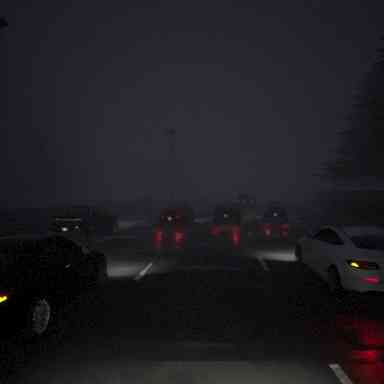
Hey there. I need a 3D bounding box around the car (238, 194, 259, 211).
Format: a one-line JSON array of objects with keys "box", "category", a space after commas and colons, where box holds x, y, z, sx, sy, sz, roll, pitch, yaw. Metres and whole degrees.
[{"box": [6.922, 1.250, 40.923, 2.150, 2.045, 5.566, 0, 0, 18], "category": "car"}]

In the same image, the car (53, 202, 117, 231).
[{"box": [-5.544, 1.504, 17.753, 2.128, 1.511, 4.902, 0, 0, 7], "category": "car"}]

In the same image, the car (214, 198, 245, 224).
[{"box": [2.814, 1.497, 25.305, 1.882, 1.535, 5.008, 0, 0, 11], "category": "car"}]

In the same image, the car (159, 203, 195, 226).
[{"box": [-1.036, 1.543, 23.846, 1.812, 1.442, 4.674, 0, 0, 10], "category": "car"}]

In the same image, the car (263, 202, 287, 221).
[{"box": [6.869, 1.547, 27.578, 1.812, 1.442, 4.674, 0, 0, 13], "category": "car"}]

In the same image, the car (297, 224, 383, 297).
[{"box": [4.016, 1.532, 8.386, 1.812, 1.442, 4.674, 0, 0, 4], "category": "car"}]

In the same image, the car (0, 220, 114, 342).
[{"box": [-3.115, 1.530, 6.376, 1.812, 1.442, 4.674, 0, 0, 3], "category": "car"}]

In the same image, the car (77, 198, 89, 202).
[{"box": [-17.549, 1.640, 56.246, 1.994, 1.385, 4.181, 0, 0, 21], "category": "car"}]

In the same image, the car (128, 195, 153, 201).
[{"box": [-7.724, 1.176, 52.542, 1.812, 1.442, 4.674, 0, 0, 21], "category": "car"}]

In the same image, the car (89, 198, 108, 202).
[{"box": [-14.285, 1.646, 54.983, 1.895, 1.301, 4.718, 0, 0, 21], "category": "car"}]

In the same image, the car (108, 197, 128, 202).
[{"box": [-10.999, 1.599, 53.777, 1.812, 1.442, 4.674, 0, 0, 21], "category": "car"}]
